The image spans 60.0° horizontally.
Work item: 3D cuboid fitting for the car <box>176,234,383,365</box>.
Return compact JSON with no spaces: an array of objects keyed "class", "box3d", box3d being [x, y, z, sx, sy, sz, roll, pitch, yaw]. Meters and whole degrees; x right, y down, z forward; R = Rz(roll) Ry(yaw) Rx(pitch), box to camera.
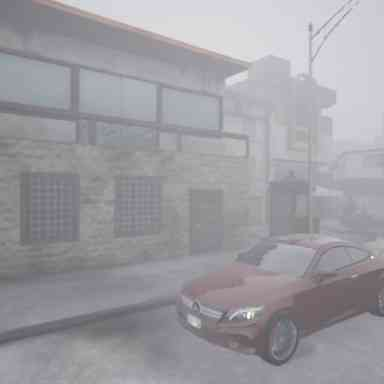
[{"class":"car","box3d":[1.921,1.533,5.956,4.674,1.442,1.812,0,0,-36]}]
